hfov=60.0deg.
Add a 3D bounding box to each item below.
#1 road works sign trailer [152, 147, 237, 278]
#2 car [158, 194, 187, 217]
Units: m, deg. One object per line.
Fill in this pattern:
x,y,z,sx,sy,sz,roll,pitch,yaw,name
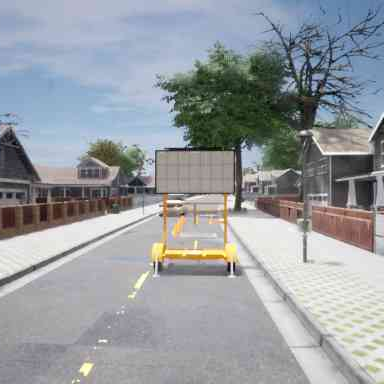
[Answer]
0.097,0.457,10.144,2.380,3.560,2.880,0,0,2,road works sign trailer
-1.706,1.165,30.492,2.150,2.045,5.566,0,0,4,car
